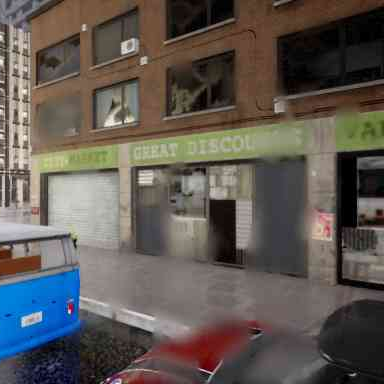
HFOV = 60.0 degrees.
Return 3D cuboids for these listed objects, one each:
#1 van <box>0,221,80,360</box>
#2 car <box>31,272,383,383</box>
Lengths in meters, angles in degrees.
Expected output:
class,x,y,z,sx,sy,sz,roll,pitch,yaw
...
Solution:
class,x,y,z,sx,sy,sz,roll,pitch,yaw
van,-3.492,1.343,5.204,3.998,1.788,1.690,0,0,35
car,1.147,1.440,1.909,4.097,1.590,1.967,0,0,35
